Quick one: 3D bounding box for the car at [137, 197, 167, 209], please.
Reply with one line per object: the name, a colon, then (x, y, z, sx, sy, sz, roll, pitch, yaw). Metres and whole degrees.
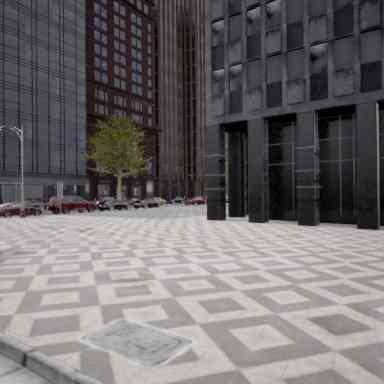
car: (-5.757, 1.508, 43.205, 1.947, 1.339, 4.313, -1, 0, 35)

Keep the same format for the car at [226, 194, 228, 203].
car: (3.826, 1.222, 57.145, 2.192, 1.841, 5.009, -1, 0, 35)

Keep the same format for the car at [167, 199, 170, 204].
car: (-6.484, 1.544, 57.192, 1.752, 1.417, 4.829, -1, 0, 35)

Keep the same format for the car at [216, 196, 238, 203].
car: (7.139, 1.469, 66.496, 2.033, 1.411, 5.357, -1, 0, 35)

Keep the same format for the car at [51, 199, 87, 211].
car: (-15.974, 1.641, 43.393, 1.802, 1.307, 4.206, -1, 0, 35)

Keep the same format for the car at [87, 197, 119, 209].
car: (-12.780, 1.483, 48.039, 1.967, 1.590, 4.097, -1, 0, 35)

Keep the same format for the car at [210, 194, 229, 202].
car: (6.392, 1.295, 75.922, 2.192, 1.841, 5.009, -1, 0, 35)

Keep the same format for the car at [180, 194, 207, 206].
car: (0.632, 1.462, 52.498, 1.887, 1.381, 4.507, -1, 0, 35)

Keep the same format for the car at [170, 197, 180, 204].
car: (-3.192, 1.573, 61.980, 1.947, 1.339, 4.313, -1, 0, 35)

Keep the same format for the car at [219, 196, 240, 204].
car: (7.023, 1.463, 61.790, 1.947, 1.339, 4.313, -1, 0, 35)

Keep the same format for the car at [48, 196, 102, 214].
car: (-12.149, 1.289, 33.914, 2.192, 1.841, 5.009, -1, 0, 35)

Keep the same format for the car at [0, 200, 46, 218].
car: (-15.342, 1.575, 29.267, 1.802, 1.307, 4.206, -1, 0, 35)

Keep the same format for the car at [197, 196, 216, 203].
car: (3.199, 1.534, 71.274, 1.887, 1.381, 4.507, -1, 0, 35)

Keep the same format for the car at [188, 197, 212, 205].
car: (1.477, 1.539, 58.265, 1.895, 1.301, 4.718, -1, 0, 34)

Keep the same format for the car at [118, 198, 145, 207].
car: (-9.583, 1.612, 52.686, 1.802, 1.307, 4.206, -1, 0, 35)

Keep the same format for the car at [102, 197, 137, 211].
car: (-8.952, 1.524, 38.559, 1.947, 1.339, 4.313, -1, 0, 35)

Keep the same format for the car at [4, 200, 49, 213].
car: (-19.169, 1.641, 38.746, 1.947, 1.339, 4.313, -1, 0, 35)
